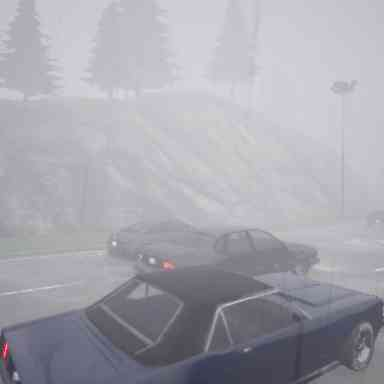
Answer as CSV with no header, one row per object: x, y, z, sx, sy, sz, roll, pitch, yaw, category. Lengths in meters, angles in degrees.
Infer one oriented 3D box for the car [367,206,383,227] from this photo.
14.513,1.798,24.477,4.892,1.490,1.837,1,0,-44,car

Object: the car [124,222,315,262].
1.159,1.616,8.907,5.357,1.411,2.033,1,0,-36,car

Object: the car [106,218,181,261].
-0.843,1.633,11.789,4.181,1.385,1.994,1,0,-36,car

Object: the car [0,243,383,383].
0.416,1.631,4.087,4.718,1.301,1.895,1,0,-35,car
